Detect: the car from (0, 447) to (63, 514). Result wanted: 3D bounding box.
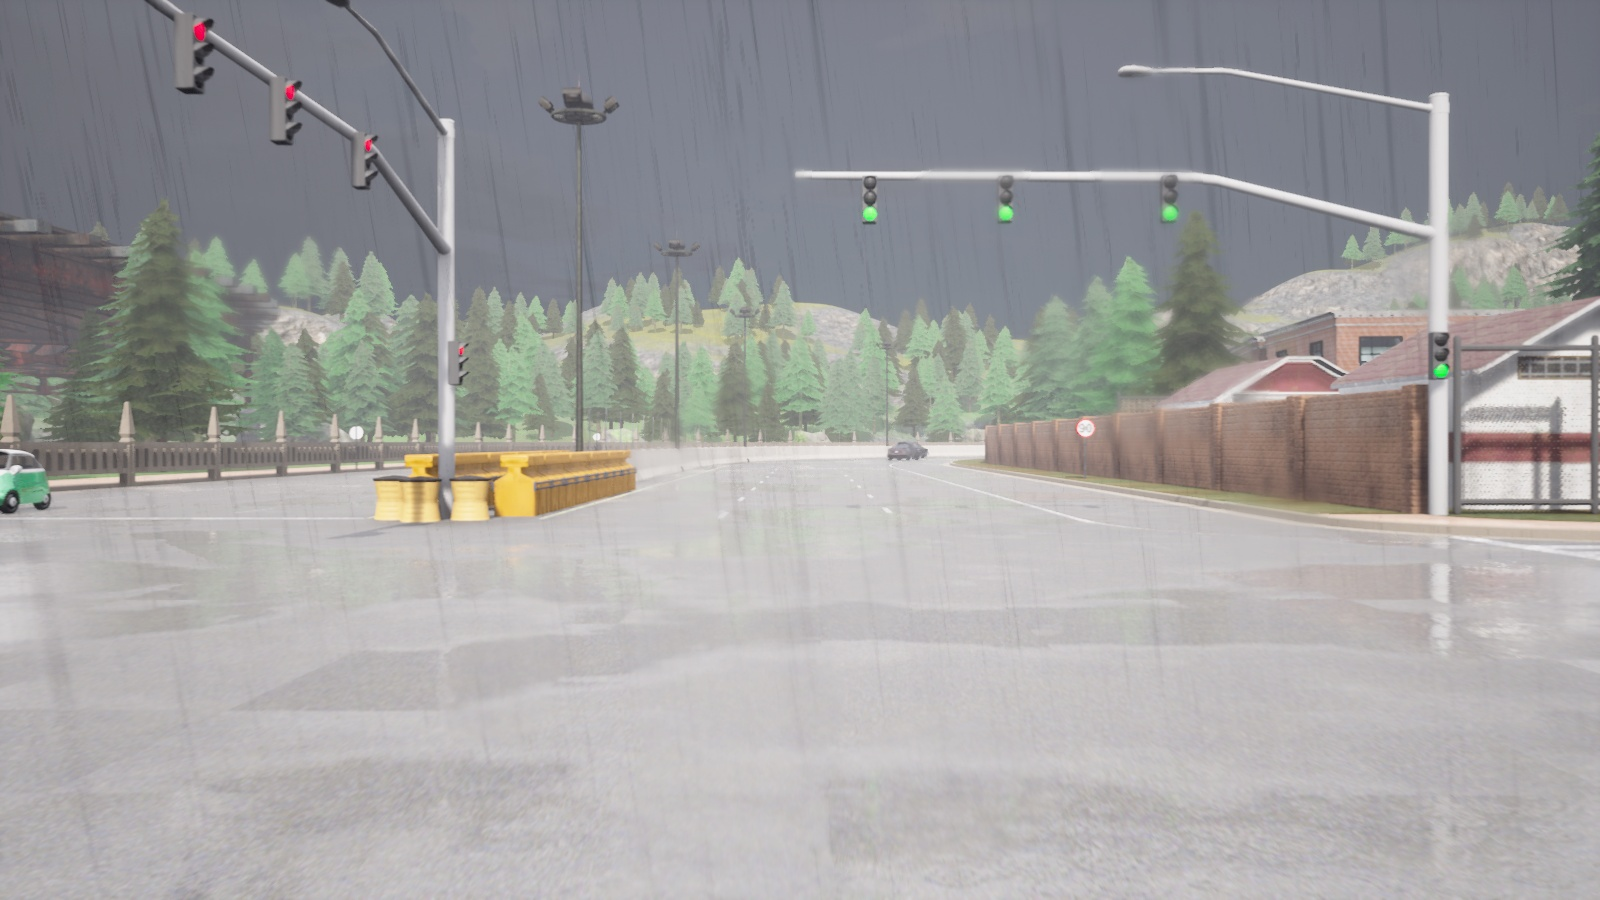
[{"bbox_3d":[-17.330,0.633,27.171,1.481,1.376,2.207,0,0,0],"label":"car"}]
